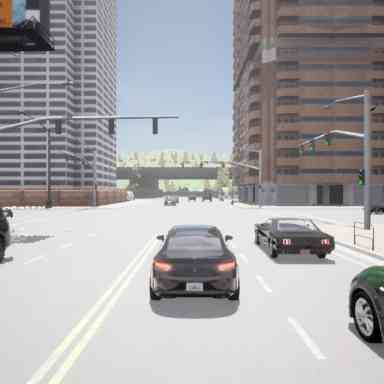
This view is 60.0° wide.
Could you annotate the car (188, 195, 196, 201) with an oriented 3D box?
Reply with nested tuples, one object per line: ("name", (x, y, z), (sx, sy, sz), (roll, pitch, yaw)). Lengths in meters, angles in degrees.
("car", (0.033, 1.424, 77.270), (1.837, 1.490, 4.892), (0, 0, 0))

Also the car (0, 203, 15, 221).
("car", (-16.705, 1.564, 26.535), (4.181, 1.385, 1.994), (0, 0, 5))

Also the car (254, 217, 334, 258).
("car", (3.608, 1.601, 12.679), (1.895, 1.301, 4.718), (0, 0, 1))

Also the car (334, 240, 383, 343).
("car", (3.602, 1.352, 3.594), (2.097, 1.767, 4.553), (0, 0, 0))

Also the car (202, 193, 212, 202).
("car", (3.534, 1.224, 77.979), (2.150, 2.045, 5.566), (0, 0, 0))

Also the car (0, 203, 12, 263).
("car", (-7.004, 1.221, 8.593), (2.150, 2.045, 5.566), (0, 0, 1))

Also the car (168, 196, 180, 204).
("car", (-3.513, 1.490, 65.201), (2.128, 1.511, 4.902), (0, 0, 1))

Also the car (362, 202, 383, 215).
("car", (19.971, 1.600, 33.697), (4.718, 1.301, 1.895), (0, 0, 1))

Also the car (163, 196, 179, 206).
("car", (-3.577, 1.490, 54.797), (2.128, 1.511, 4.902), (0, 0, -1))

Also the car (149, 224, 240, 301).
("car", (0.064, 1.526, 8.227), (1.812, 1.442, 4.674), (0, 0, 0))
